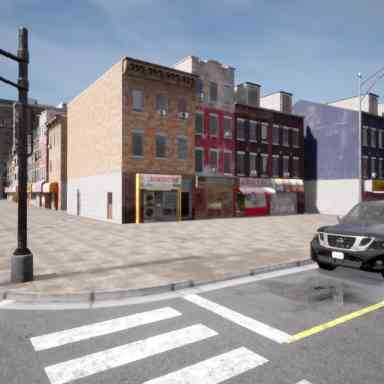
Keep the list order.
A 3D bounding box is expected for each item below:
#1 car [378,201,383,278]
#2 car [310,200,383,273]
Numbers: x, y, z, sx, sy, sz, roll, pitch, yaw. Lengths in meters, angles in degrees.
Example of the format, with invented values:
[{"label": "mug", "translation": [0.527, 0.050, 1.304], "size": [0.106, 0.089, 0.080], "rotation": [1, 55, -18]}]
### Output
[{"label": "car", "translation": [6.361, 1.243, 6.819], "size": [5.566, 2.045, 2.150], "rotation": [0, 0, -35]}, {"label": "car", "translation": [5.960, 1.266, 10.022], "size": [5.566, 2.045, 2.150], "rotation": [0, -1, -35]}]
